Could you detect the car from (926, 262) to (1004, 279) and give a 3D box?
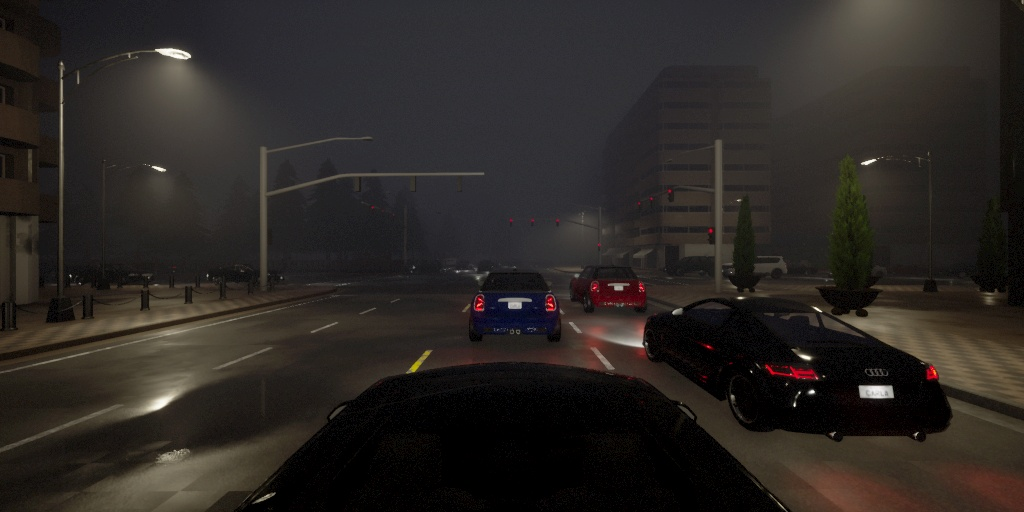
[{"bbox_3d":[42.127,1.283,33.143,5.008,1.535,1.882,0,0,0],"label":"car"}]

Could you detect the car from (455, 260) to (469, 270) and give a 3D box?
[{"bbox_3d":[-6.791,1.297,51.344,2.033,1.411,5.357,0,0,2],"label":"car"}]

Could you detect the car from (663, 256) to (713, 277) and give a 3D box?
[{"bbox_3d":[18.418,1.027,36.569,5.566,2.045,2.150,0,0,0],"label":"car"}]

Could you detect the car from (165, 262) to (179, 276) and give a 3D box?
[{"bbox_3d":[-36.707,1.310,36.353,4.892,1.490,1.837,0,0,0],"label":"car"}]

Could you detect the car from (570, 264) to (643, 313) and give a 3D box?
[{"bbox_3d":[3.604,1.102,14.198,2.097,1.767,4.553,0,0,0],"label":"car"}]

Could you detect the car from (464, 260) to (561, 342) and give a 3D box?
[{"bbox_3d":[0.082,1.102,9.970,2.097,1.767,4.553,0,0,0],"label":"car"}]

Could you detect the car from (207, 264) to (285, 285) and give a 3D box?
[{"bbox_3d":[-18.998,1.297,25.721,4.902,1.511,2.128,0,0,0],"label":"car"}]

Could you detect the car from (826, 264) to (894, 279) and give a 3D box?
[{"bbox_3d":[31.802,1.331,33.118,4.674,1.442,1.812,0,0,0],"label":"car"}]

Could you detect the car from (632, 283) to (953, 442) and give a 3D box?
[{"bbox_3d":[3.606,1.314,5.557,1.994,1.385,4.181,0,0,0],"label":"car"}]

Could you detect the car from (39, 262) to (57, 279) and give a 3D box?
[{"bbox_3d":[-42.339,1.283,32.830,5.008,1.535,1.882,0,0,0],"label":"car"}]

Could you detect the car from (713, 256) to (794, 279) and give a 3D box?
[{"bbox_3d":[22.165,1.027,33.085,5.566,2.045,2.150,0,0,0],"label":"car"}]

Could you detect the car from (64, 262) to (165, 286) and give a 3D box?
[{"bbox_3d":[-28.532,1.297,25.684,4.902,1.511,2.128,0,0,0],"label":"car"}]

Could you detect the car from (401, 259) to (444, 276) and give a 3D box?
[{"bbox_3d":[-9.594,1.144,38.573,2.097,1.767,4.553,0,0,37],"label":"car"}]

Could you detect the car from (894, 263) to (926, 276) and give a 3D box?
[{"bbox_3d":[39.313,1.406,36.641,4.718,1.301,1.895,0,0,0],"label":"car"}]

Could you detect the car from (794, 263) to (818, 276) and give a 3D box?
[{"bbox_3d":[28.178,1.406,36.607,4.718,1.301,1.895,0,0,0],"label":"car"}]

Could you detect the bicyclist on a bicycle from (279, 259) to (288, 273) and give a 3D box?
[{"bbox_3d":[-25.615,1.106,40.178,0.582,1.620,1.656,0,0,0],"label":"bicyclist on a bicycle"}]
